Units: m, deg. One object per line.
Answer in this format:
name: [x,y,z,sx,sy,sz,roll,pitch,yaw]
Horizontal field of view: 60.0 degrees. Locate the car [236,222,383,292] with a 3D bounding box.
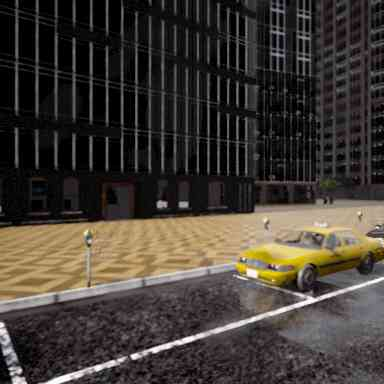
car: [3.326,1.523,8.921,4.829,1.417,1.752,0,0,-35]
